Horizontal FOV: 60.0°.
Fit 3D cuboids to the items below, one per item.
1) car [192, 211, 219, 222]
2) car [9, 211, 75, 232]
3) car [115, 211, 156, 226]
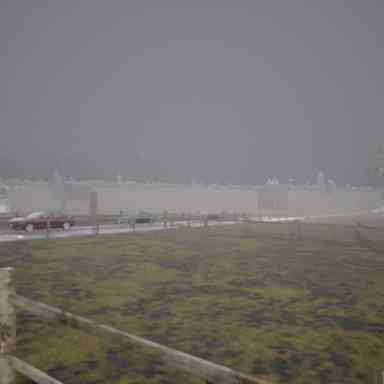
[{"bbox_3d":[1.900,3.290,45.636,1.882,1.535,5.008,0,-2,35],"label":"car"},{"bbox_3d":[-11.627,2.262,26.055,1.882,1.535,5.008,0,-2,34],"label":"car"},{"bbox_3d":[-5.749,2.720,34.594,2.128,1.511,4.902,0,-2,35],"label":"car"}]
